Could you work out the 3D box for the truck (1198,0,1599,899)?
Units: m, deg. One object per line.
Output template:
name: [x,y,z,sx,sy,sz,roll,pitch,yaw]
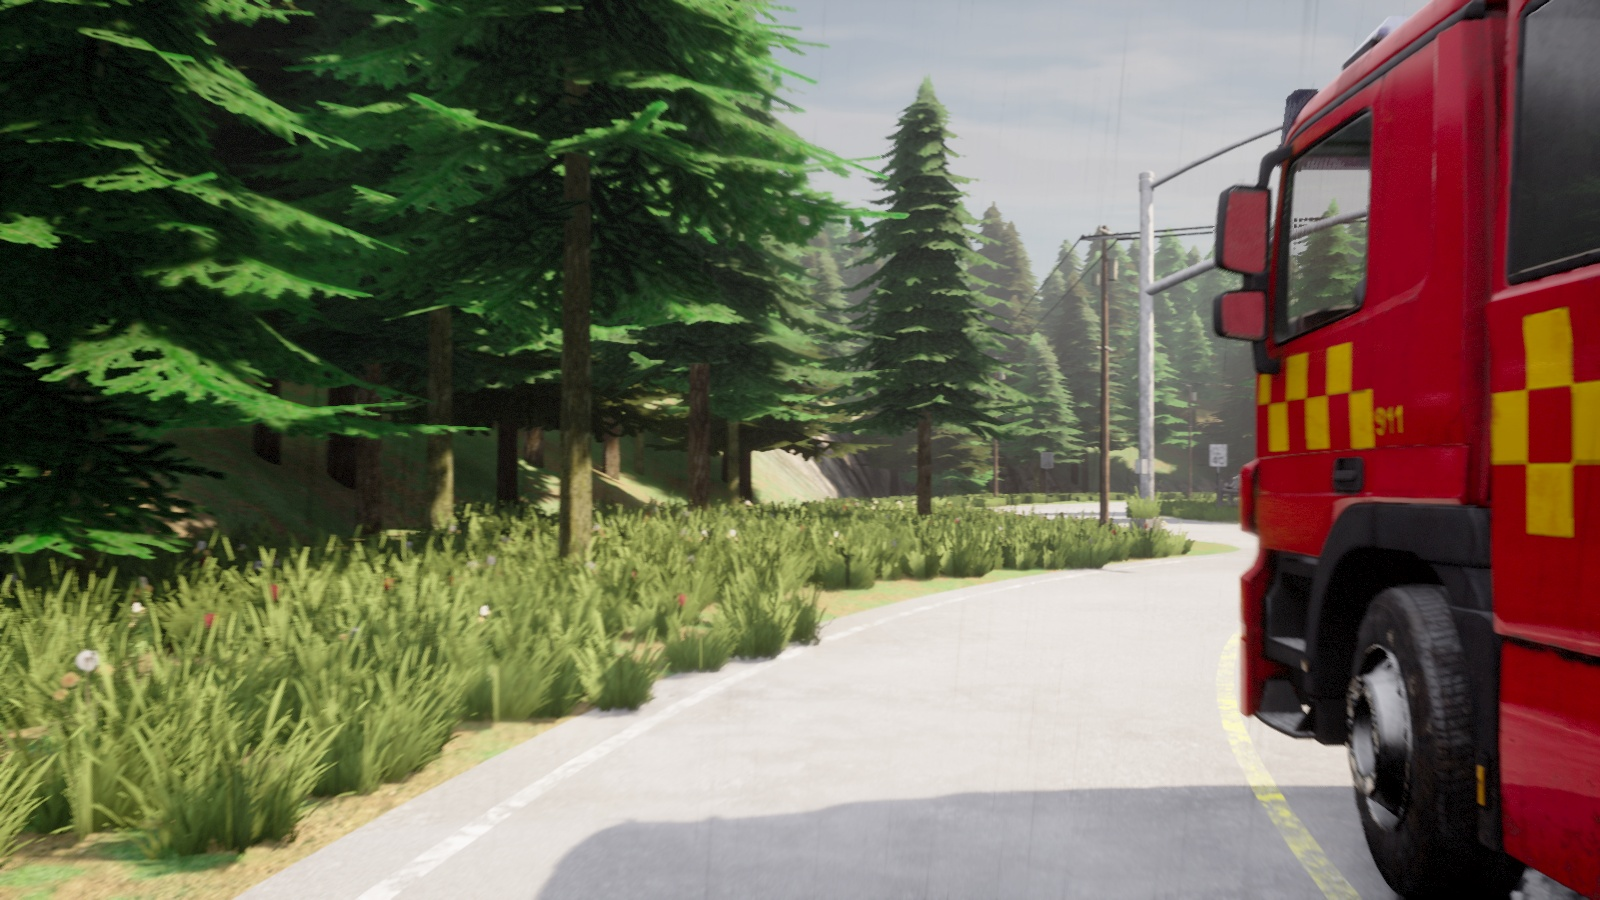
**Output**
truck: [3.544,-0.318,2.482,2.891,3.827,8.468,0,-1,1]
